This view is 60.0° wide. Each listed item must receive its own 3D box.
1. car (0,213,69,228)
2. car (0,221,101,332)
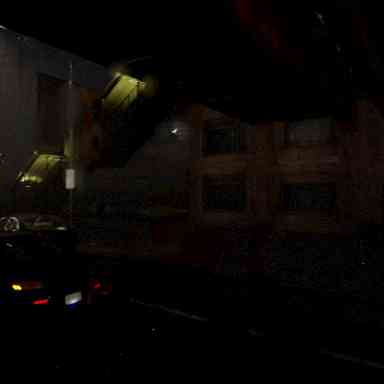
[{"bbox_3d":[-5.751,1.487,11.593,4.892,1.521,2.231,0,0,44],"label":"car"},{"bbox_3d":[-3.777,1.529,6.653,4.674,1.442,1.812,0,0,35],"label":"car"}]
